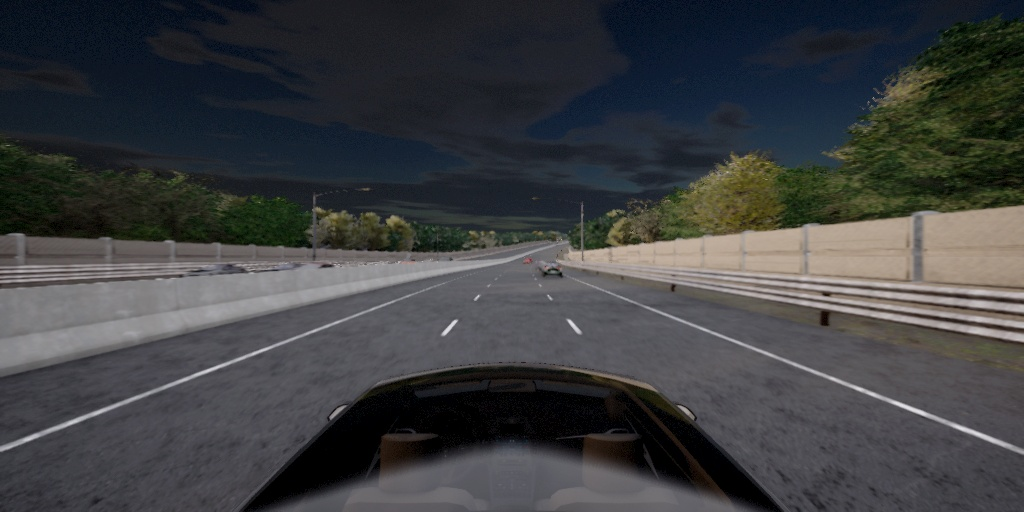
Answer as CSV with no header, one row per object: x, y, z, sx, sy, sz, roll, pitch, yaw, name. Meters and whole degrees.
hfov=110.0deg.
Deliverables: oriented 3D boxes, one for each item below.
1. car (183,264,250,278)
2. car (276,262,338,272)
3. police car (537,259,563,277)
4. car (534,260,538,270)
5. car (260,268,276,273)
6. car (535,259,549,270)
-20.865,1.279,25.528,1.994,1.385,4.181,0,0,1,car
-13.873,1.213,25.291,1.882,1.535,5.008,0,0,1,car
3.962,1.342,36.311,2.038,1.542,4.974,0,0,2,police car
4.319,1.509,47.231,1.895,1.301,4.718,0,0,2,car
-17.310,1.280,28.098,2.033,1.411,5.357,0,0,1,car
4.776,1.353,58.060,2.097,1.767,4.553,0,0,3,car
